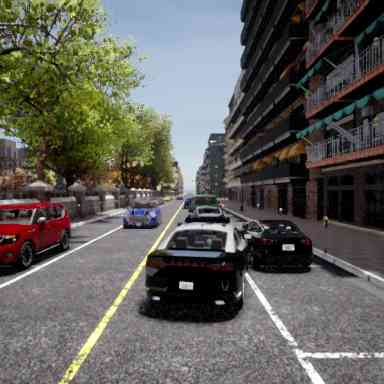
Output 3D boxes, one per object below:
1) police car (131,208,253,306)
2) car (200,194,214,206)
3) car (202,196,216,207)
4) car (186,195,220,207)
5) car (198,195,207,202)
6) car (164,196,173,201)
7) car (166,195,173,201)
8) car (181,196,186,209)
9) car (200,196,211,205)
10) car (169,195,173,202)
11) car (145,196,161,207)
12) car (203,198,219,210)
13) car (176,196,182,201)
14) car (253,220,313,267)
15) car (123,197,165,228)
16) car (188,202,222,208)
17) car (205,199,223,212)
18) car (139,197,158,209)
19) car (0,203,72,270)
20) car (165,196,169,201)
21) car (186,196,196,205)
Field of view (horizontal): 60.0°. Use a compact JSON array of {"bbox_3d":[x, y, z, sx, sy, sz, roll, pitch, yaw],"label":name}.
[{"bbox_3d":[0.420,1.426,8.317,1.930,1.638,5.238,0,0,12],"label":"police car"},{"bbox_3d":[2.478,1.348,56.308,2.192,1.841,5.009,0,0,0],"label":"car"},{"bbox_3d":[2.501,1.467,50.678,1.967,1.590,4.097,0,0,0],"label":"car"},{"bbox_3d":[0.815,1.230,24.051,2.150,2.045,5.566,0,0,0],"label":"car"},{"bbox_3d":[2.391,1.503,78.829,1.967,1.590,4.097,0,0,0],"label":"car"},{"bbox_3d":[-6.010,1.623,84.427,2.008,1.369,4.403,0,0,0],"label":"car"},{"bbox_3d":[-6.032,1.608,89.887,1.752,1.417,4.829,0,0,0],"label":"car"},{"bbox_3d":[-0.138,1.500,46.137,1.882,1.535,5.008,0,0,0],"label":"car"},{"bbox_3d":[2.457,1.480,61.939,1.967,1.590,4.097,0,0,0],"label":"car"},{"bbox_3d":[-5.988,1.588,78.626,1.752,1.417,4.829,0,0,0],"label":"car"},{"bbox_3d":[-5.880,1.467,50.644,1.967,1.590,4.097,0,0,0],"label":"car"},{"bbox_3d":[2.523,1.566,45.049,1.887,1.381,4.507,0,0,0],"label":"car"},{"bbox_3d":[-3.341,1.647,90.130,1.994,1.385,4.181,0,0,0],"label":"car"},{"bbox_3d":[2.654,1.567,11.268,1.947,1.339,4.313,0,0,0],"label":"car"},{"bbox_3d":[-3.176,1.356,22.065,2.097,1.767,4.553,0,0,0],"label":"car"},{"bbox_3d":[0.839,1.508,18.020,1.837,1.490,4.892,0,0,0],"label":"car"},{"bbox_3d":[2.545,1.560,39.418,1.887,1.381,4.507,0,0,0],"label":"car"},{"bbox_3d":[-5.858,1.461,45.016,1.967,1.590,4.097,0,0,0],"label":"car"},{"bbox_3d":[-5.726,1.316,11.236,2.192,1.841,5.009,0,0,0],"label":"car"},{"bbox_3d":[-5.923,1.590,61.906,2.008,1.369,4.403,0,0,0],"label":"car"},{"bbox_3d":[-0.235,1.567,62.935,1.812,1.442,4.674,0,0,0],"label":"car"}]
